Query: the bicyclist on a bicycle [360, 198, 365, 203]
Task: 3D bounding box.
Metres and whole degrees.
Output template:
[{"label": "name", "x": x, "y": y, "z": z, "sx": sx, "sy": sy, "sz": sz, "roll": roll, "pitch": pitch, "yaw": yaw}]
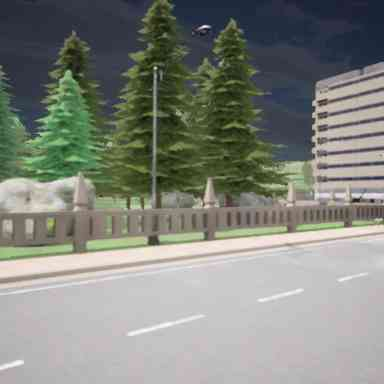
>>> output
[{"label": "bicyclist on a bicycle", "x": 25.508, "y": 1.796, "z": 49.790, "sx": 1.656, "sy": 1.620, "sz": 0.582, "roll": 0, "pitch": 0, "yaw": -29}]
